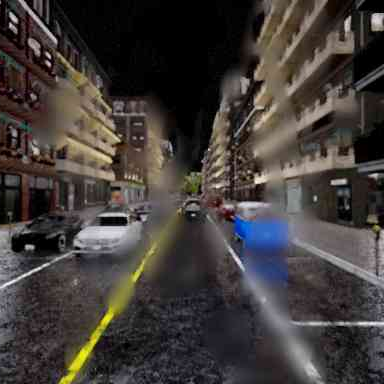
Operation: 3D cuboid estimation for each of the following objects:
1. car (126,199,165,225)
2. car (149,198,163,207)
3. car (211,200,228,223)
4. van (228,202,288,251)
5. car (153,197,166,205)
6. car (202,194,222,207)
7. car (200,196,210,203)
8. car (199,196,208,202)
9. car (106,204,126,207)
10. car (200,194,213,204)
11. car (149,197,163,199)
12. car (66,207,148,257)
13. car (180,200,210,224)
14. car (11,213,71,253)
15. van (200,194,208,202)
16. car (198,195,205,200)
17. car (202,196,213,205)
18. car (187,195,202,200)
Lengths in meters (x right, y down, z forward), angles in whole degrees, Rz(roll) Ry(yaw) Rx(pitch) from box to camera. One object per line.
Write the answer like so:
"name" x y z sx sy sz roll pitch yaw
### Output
"car" -3.064 1.495 24.176 2.128 1.511 4.902 0 0 0
"car" -5.679 1.596 52.835 1.802 1.307 4.206 1 0 0
"car" 2.701 1.550 24.940 1.887 1.381 4.507 1 0 0
"van" 2.703 1.344 13.799 1.690 1.788 3.998 1 0 0
"car" -5.679 1.597 58.407 1.802 1.307 4.206 1 0 0
"car" 2.704 1.325 41.654 2.192 1.841 5.009 1 0 0
"car" 2.702 1.563 69.509 1.887 1.381 4.507 1 0 0
"car" 2.702 1.573 80.651 2.008 1.369 4.403 1 0 0
"car" -5.680 1.572 24.980 1.947 1.339 4.313 1 0 0
"car" 2.705 1.332 63.938 2.192 1.841 5.009 1 0 0
"car" -5.679 1.557 47.265 1.887 1.381 4.507 1 0 0
"car" -3.057 1.529 13.023 1.812 1.442 4.674 0 0 0
"car" 0.101 1.570 25.137 1.994 1.385 4.181 0 0 0
"car" -5.679 1.569 13.838 1.947 1.339 4.313 1 0 0
"van" 2.705 1.362 75.080 1.690 1.788 3.998 1 0 0
"car" 2.702 1.552 91.963 1.752 1.417 4.829 1 0 0
"car" 2.702 1.540 58.536 1.752 1.417 4.829 1 0 0
"car" 0.100 1.517 44.286 1.837 1.490 4.892 0 0 0
